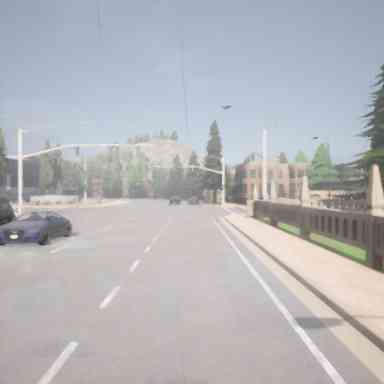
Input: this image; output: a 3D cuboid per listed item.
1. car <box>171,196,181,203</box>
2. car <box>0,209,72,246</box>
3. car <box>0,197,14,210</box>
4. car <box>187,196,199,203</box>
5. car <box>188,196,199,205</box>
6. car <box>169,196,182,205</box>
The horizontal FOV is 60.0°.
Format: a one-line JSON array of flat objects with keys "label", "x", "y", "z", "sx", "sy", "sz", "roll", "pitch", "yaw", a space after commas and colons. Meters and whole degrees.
[{"label": "car", "x": -3.326, "y": 1.519, "z": 70.213, "sx": 1.812, "sy": 1.442, "sz": 4.674, "roll": 0, "pitch": 0, "yaw": -7}, {"label": "car", "x": -7.062, "y": 1.573, "z": 15.197, "sx": 1.994, "sy": 1.385, "sz": 4.181, "roll": 0, "pitch": 0, "yaw": 0}, {"label": "car", "x": -10.561, "y": 1.235, "z": 15.609, "sx": 2.150, "sy": 2.045, "sz": 5.566, "roll": 0, "pitch": 0, "yaw": 0}, {"label": "car", "x": 0.167, "y": 1.532, "z": 70.438, "sx": 2.033, "sy": 1.411, "sz": 5.357, "roll": 0, "pitch": 0, "yaw": -7}, {"label": "car", "x": 0.374, "y": 1.538, "z": 60.094, "sx": 2.128, "sy": 1.511, "sz": 4.902, "roll": 0, "pitch": 0, "yaw": 0}, {"label": "car", "x": -3.126, "y": 1.551, "z": 60.086, "sx": 1.837, "sy": 1.490, "sz": 4.892, "roll": 0, "pitch": 0, "yaw": 0}]
